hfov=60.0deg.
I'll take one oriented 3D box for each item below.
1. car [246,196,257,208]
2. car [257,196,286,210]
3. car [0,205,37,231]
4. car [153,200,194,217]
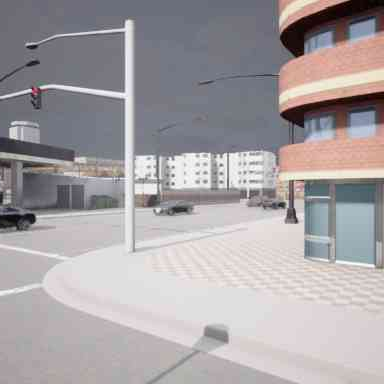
[{"bbox_3d":[9.671,1.351,48.450,2.097,1.767,4.553,0,0,35],"label":"car"},{"bbox_3d":[10.839,1.491,43.727,2.128,1.511,4.902,0,0,35],"label":"car"},{"bbox_3d":[-11.106,1.491,18.306,2.128,1.511,4.902,0,0,34],"label":"car"},{"bbox_3d":[-1.714,1.492,32.050,2.128,1.511,4.902,0,0,34],"label":"car"}]
